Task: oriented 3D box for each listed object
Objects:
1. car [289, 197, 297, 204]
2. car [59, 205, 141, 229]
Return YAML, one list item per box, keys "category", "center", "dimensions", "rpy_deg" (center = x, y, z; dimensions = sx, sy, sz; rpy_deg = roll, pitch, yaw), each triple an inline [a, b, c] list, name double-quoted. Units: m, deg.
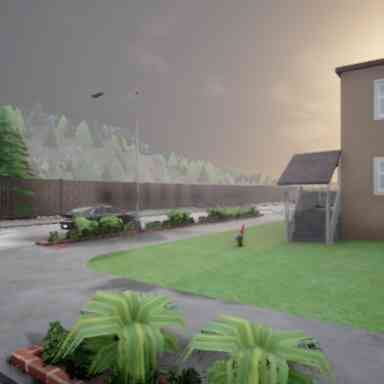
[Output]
- category: "car"
  center: [17.898, 1.572, 58.136]
  dimensions: [1.895, 1.301, 4.718]
  rpy_deg: [0, 0, 36]
- category: "car"
  center: [-5.031, 1.484, 18.908]
  dimensions: [1.837, 1.490, 4.892]
  rpy_deg: [0, 0, 36]
